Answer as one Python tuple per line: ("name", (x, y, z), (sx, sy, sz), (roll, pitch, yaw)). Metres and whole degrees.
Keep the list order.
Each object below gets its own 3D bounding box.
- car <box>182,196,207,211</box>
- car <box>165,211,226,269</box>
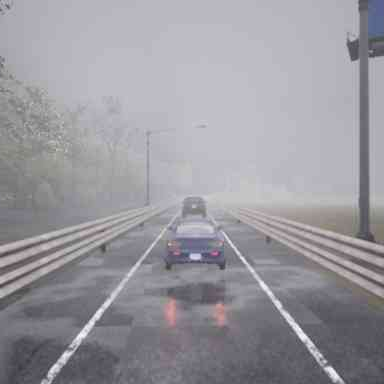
("car", (0.204, 1.434, 31.618), (2.150, 2.045, 5.566), (0, 0, 0))
("car", (0.106, 1.603, 11.329), (1.812, 1.442, 4.674), (0, 0, 0))
